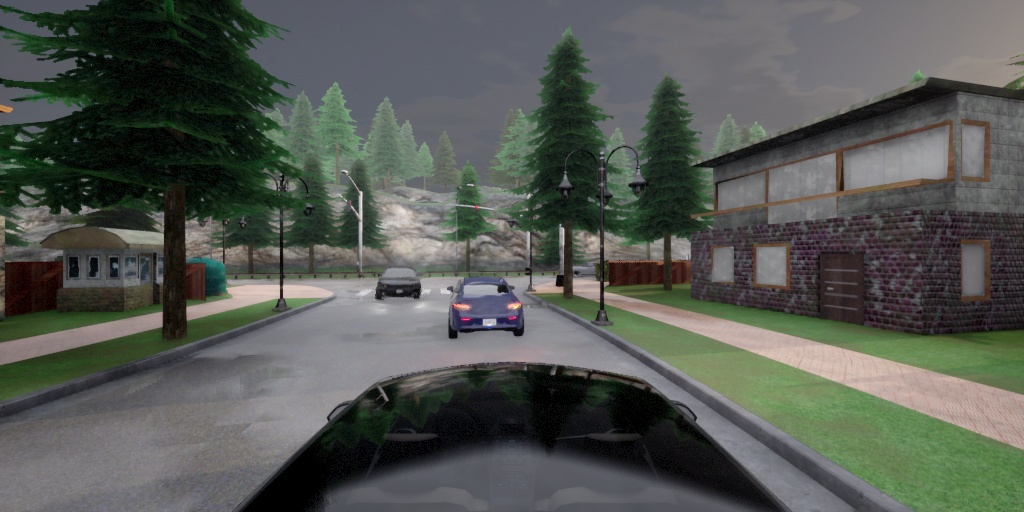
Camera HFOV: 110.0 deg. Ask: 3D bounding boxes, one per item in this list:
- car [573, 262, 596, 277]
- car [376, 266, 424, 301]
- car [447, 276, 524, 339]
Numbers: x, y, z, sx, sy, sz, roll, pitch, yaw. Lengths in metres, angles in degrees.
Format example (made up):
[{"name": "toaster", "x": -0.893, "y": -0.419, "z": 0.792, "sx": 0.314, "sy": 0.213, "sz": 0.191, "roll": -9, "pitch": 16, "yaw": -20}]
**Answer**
[{"name": "car", "x": 6.873, "y": 1.194, "z": 32.218, "sx": 4.718, "sy": 1.301, "sz": 1.895, "roll": 0, "pitch": 0, "yaw": -12}, {"name": "car", "x": -5.461, "y": 1.232, "z": 17.673, "sx": 1.882, "sy": 1.535, "sz": 5.008, "roll": 1, "pitch": 0, "yaw": -16}, {"name": "car", "x": -0.834, "y": 1.276, "z": 10.086, "sx": 1.812, "sy": 1.442, "sz": 4.674, "roll": 0, "pitch": 0, "yaw": -9}]
